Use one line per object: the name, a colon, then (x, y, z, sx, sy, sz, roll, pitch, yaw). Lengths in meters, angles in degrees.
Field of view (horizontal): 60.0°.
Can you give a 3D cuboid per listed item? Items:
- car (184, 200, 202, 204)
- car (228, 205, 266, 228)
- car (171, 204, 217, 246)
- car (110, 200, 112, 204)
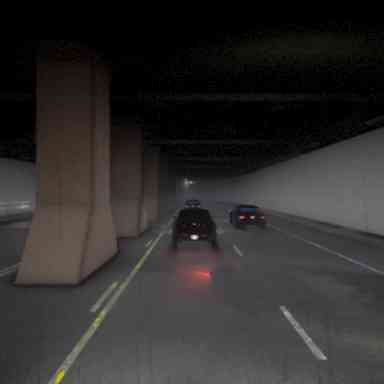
car: (0.098, 1.563, 37.311, 2.033, 1.411, 5.357, 0, 0, 0)
car: (3.599, 1.557, 22.304, 2.033, 1.411, 5.357, 0, 0, 0)
car: (0.099, 1.511, 15.426, 1.837, 1.490, 4.892, 0, 0, 0)
car: (-10.585, 1.524, 47.446, 1.837, 1.490, 4.892, 0, 0, 0)
